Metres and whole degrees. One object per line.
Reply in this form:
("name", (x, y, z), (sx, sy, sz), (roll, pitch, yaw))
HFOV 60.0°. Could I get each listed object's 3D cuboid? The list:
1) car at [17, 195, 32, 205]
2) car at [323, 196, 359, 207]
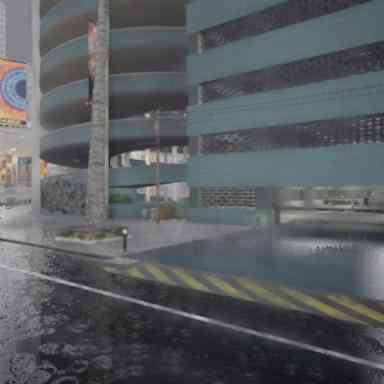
("car", (-29.559, 1.354, 60.896), (2.097, 1.767, 4.553), (0, 0, 28))
("car", (21.047, 1.316, 46.985), (4.674, 1.452, 2.002), (0, 0, 36))
